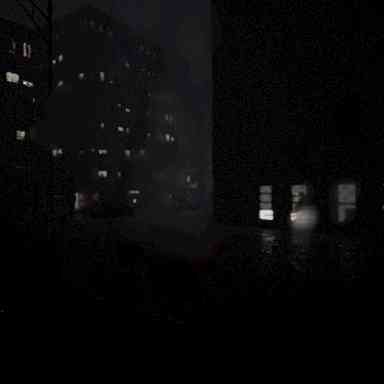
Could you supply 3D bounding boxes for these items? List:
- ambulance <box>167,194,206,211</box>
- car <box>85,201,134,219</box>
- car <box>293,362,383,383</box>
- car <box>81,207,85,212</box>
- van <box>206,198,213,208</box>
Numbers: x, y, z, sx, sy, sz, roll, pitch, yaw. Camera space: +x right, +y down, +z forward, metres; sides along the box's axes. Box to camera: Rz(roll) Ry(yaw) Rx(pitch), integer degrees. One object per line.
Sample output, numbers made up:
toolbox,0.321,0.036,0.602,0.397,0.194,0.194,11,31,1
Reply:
ambulance,-1.026,1.499,48.881,2.351,2.431,6.366,0,-1,35
car,-7.173,1.601,30.268,1.967,1.590,4.097,-1,-2,35
car,2.444,1.554,1.141,4.507,1.381,1.887,0,0,35
car,-10.840,1.798,39.520,1.752,1.417,4.829,-1,-2,35
van,2.221,1.968,58.172,1.690,1.788,3.998,-1,-2,35
